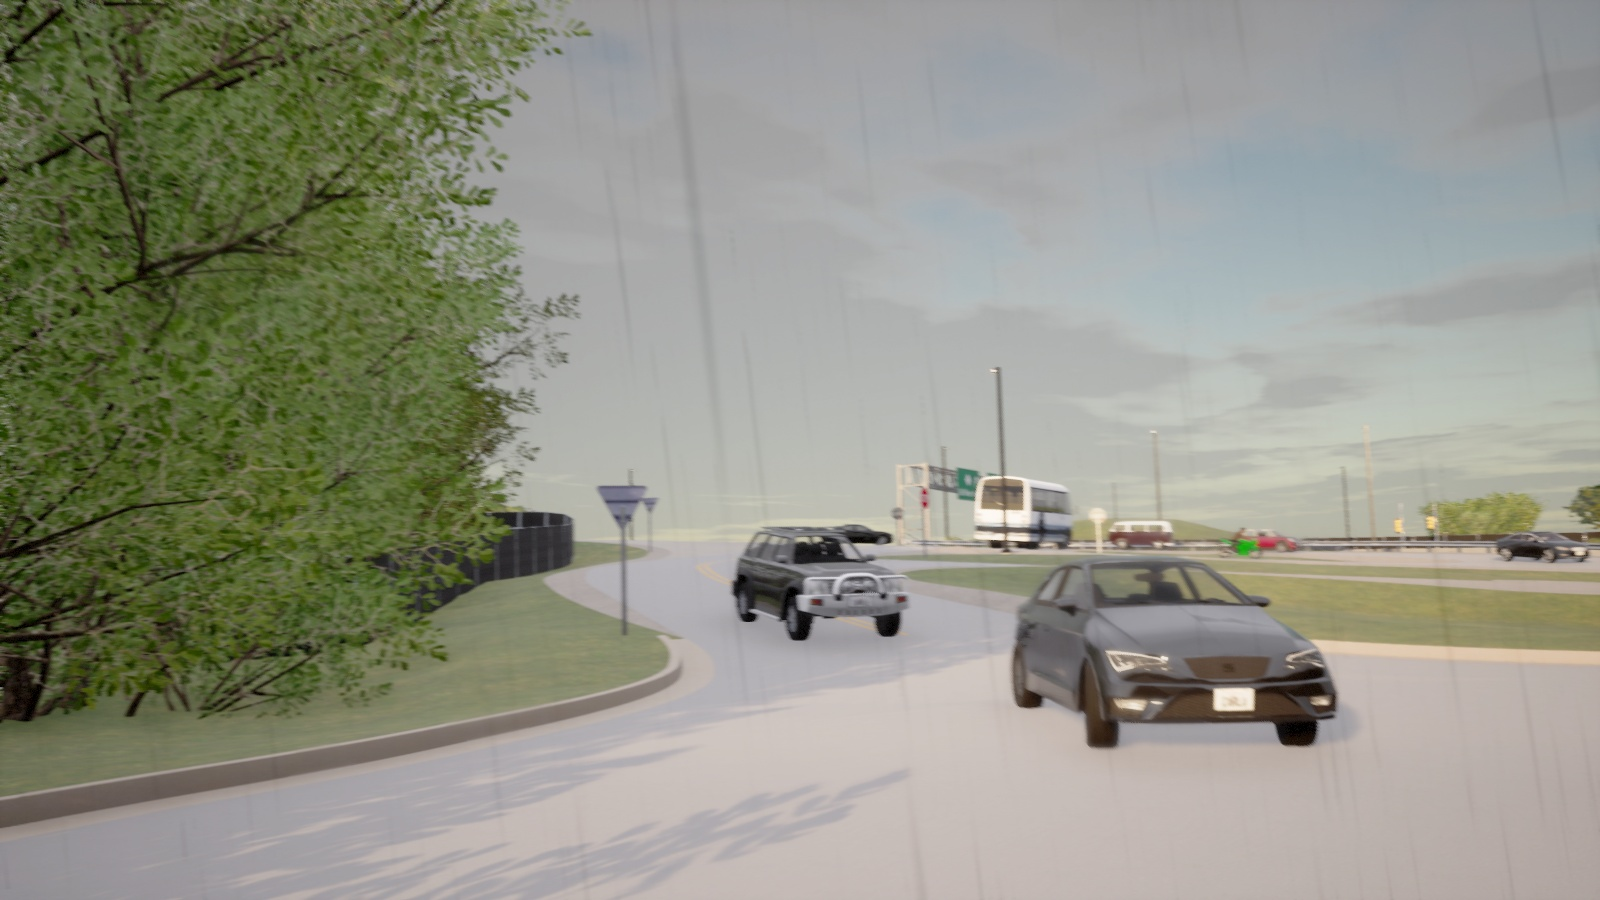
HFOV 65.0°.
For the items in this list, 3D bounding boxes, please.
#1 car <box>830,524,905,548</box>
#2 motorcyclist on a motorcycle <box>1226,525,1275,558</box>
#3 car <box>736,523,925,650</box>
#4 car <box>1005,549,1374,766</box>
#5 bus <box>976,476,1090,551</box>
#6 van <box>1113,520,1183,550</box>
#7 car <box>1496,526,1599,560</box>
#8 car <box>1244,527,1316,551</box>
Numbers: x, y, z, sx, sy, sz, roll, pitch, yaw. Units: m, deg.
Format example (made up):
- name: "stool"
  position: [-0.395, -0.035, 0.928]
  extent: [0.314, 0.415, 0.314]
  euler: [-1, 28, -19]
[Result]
- name: "car"
  position: [4.656, 5.993, 87.366]
  extent: [5.008, 1.535, 1.882]
  euler: [1, -6, -4]
- name: "motorcyclist on a motorcycle"
  position: [21.195, 4.306, 59.098]
  extent: [2.044, 1.523, 0.797]
  euler: [-1, -5, 30]
- name: "car"
  position: [0.413, 2.355, 22.826]
  extent: [1.932, 1.855, 4.605]
  euler: [0, -1, -19]
- name: "car"
  position: [3.077, 1.649, 10.946]
  extent: [1.816, 1.474, 4.193]
  euler: [-1, -5, -1]
- name: "bus"
  position: [14.620, 4.025, 77.789]
  extent: [3.944, 4.253, 10.273]
  euler: [0, -4, 28]
- name: "van"
  position: [24.377, 5.951, 87.980]
  extent: [4.480, 2.038, 2.069]
  euler: [-2, -6, 23]
- name: "car"
  position: [36.877, 4.510, 61.600]
  extent: [2.128, 1.511, 4.902]
  euler: [-1, -3, -9]
- name: "car"
  position: [30.337, 5.594, 79.420]
  extent: [3.806, 1.475, 1.970]
  euler: [-3, -5, 42]
